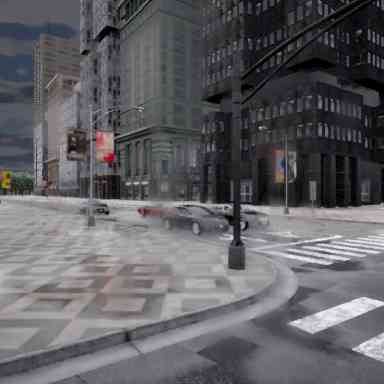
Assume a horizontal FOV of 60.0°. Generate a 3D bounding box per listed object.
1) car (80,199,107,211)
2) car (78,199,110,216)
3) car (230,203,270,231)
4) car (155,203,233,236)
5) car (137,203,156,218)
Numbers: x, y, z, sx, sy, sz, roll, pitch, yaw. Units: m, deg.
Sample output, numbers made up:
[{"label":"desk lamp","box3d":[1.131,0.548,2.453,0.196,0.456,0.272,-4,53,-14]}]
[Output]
[{"label":"car","box3d":[-12.500,1.586,42.051,1.895,1.301,4.718,0,0,-35]},{"label":"car","box3d":[-9.525,1.554,32.227,1.994,1.385,4.181,0,0,-35]},{"label":"car","box3d":[2.665,1.481,20.705,2.128,1.511,4.902,0,0,-35]},{"label":"car","box3d":[0.093,1.499,18.714,1.837,1.490,4.892,0,1,-35]},{"label":"car","box3d":[-2.827,1.586,28.413,1.895,1.301,4.718,0,0,-35]}]
